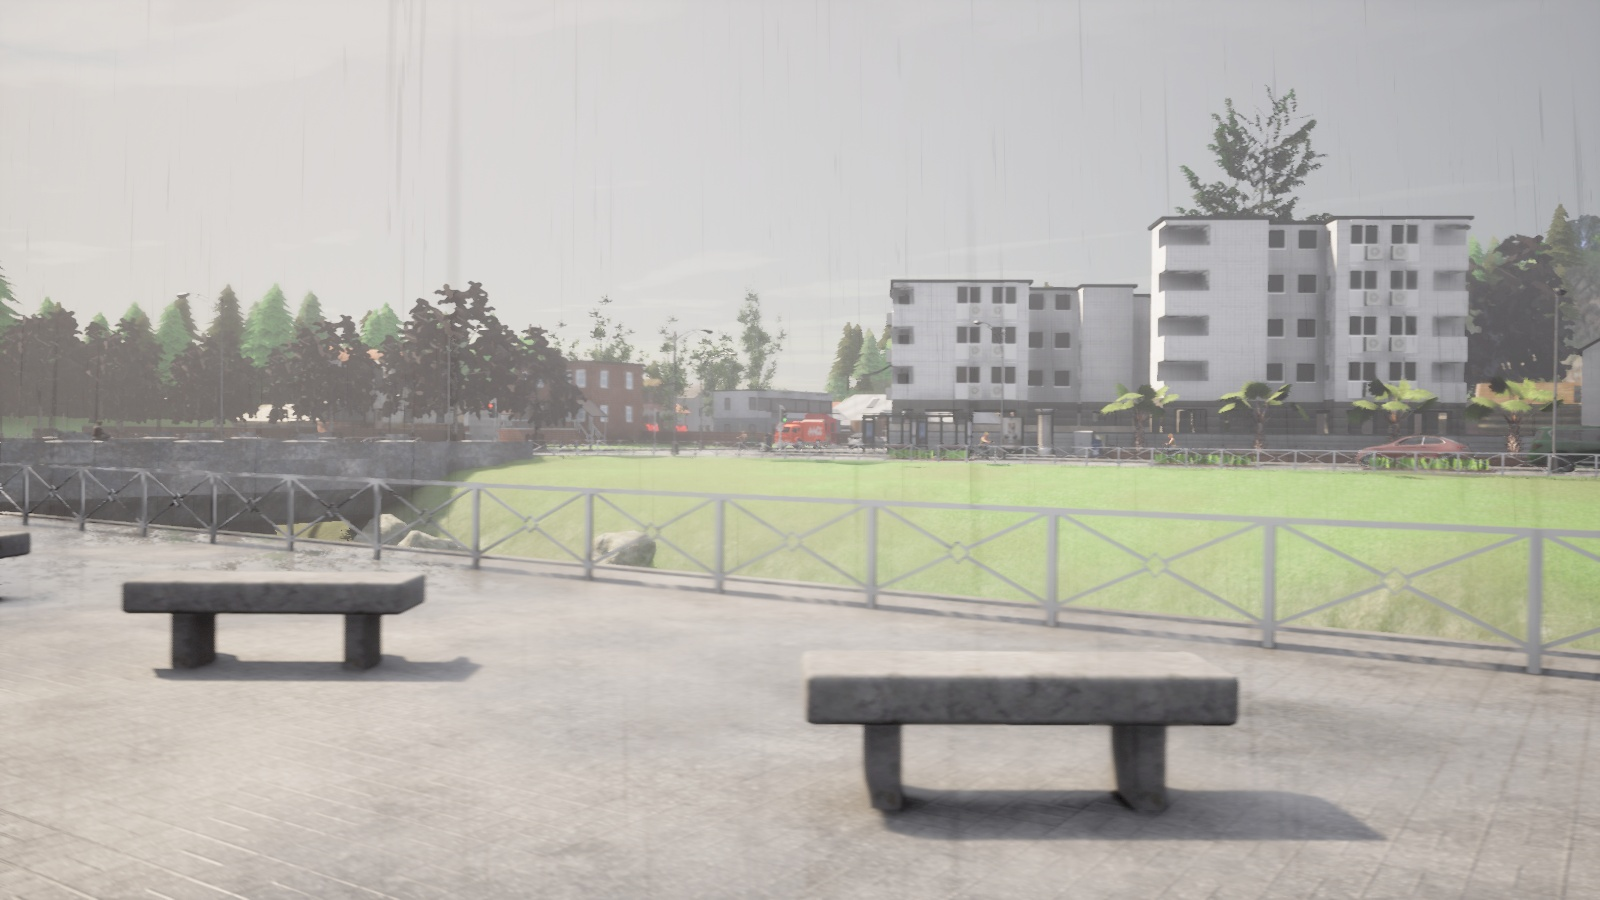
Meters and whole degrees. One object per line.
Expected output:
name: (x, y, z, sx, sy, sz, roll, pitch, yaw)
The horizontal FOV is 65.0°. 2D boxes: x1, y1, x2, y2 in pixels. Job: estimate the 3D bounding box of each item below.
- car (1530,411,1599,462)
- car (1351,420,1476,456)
car: (33.189, -0.552, 51.443, 5.566, 2.045, 2.150, 0, 1, 34)
car: (28.867, -0.558, 59.121, 5.027, 1.651, 2.152, 0, 1, 34)
